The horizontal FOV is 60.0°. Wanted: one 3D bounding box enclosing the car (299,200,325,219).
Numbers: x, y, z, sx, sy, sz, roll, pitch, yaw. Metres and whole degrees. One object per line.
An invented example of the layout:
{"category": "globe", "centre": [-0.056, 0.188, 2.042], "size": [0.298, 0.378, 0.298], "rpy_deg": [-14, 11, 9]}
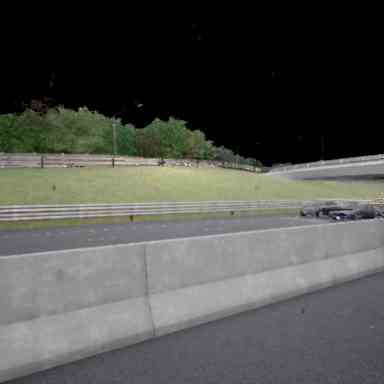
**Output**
{"category": "car", "centre": [11.530, 1.499, 29.514], "size": [4.892, 1.490, 1.837], "rpy_deg": [0, 0, -36]}

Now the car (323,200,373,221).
{"category": "car", "centre": [12.995, 1.541, 26.256], "size": [5.357, 1.411, 2.033], "rpy_deg": [0, 0, -36]}

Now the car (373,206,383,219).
{"category": "car", "centre": [15.289, 1.486, 23.595], "size": [4.902, 1.511, 2.128], "rpy_deg": [0, 0, -36]}
